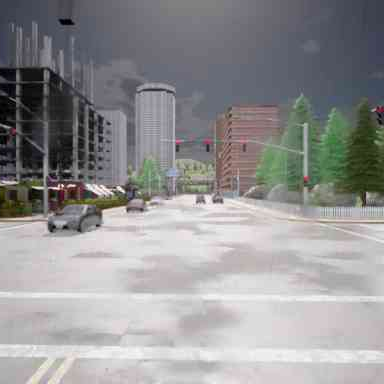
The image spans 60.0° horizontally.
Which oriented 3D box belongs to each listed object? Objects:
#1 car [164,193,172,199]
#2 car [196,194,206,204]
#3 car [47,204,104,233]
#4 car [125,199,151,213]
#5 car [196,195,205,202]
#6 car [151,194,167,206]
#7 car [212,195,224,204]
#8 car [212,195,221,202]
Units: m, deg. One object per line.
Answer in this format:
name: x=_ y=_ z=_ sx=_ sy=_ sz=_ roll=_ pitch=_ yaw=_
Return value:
car: x=-5.213 y=0.970 z=69.333 sx=2.097 sy=1.767 sz=4.553 roll=0 pitch=0 yaw=1
car: x=1.697 y=1.601 z=65.523 sx=1.895 sy=1.301 sz=4.718 roll=0 pitch=0 yaw=1
car: x=-6.674 y=1.491 z=19.498 sx=2.128 sy=1.511 sz=4.902 roll=0 pitch=0 yaw=3
car: x=-6.087 y=1.526 z=37.223 sx=1.812 sy=1.442 sz=4.674 roll=0 pitch=0 yaw=1
car: x=1.918 y=1.326 z=74.708 sx=1.837 sy=1.490 sz=4.892 roll=0 pitch=0 yaw=1
car: x=-5.672 y=1.526 z=53.825 sx=1.812 sy=1.442 sz=4.674 roll=0 pitch=0 yaw=1
car: x=5.203 y=1.526 z=65.757 sx=1.812 sy=1.442 sz=4.674 roll=0 pitch=0 yaw=1
car: x=5.418 y=1.422 z=74.654 sx=1.895 sy=1.301 sz=4.718 roll=0 pitch=0 yaw=1
